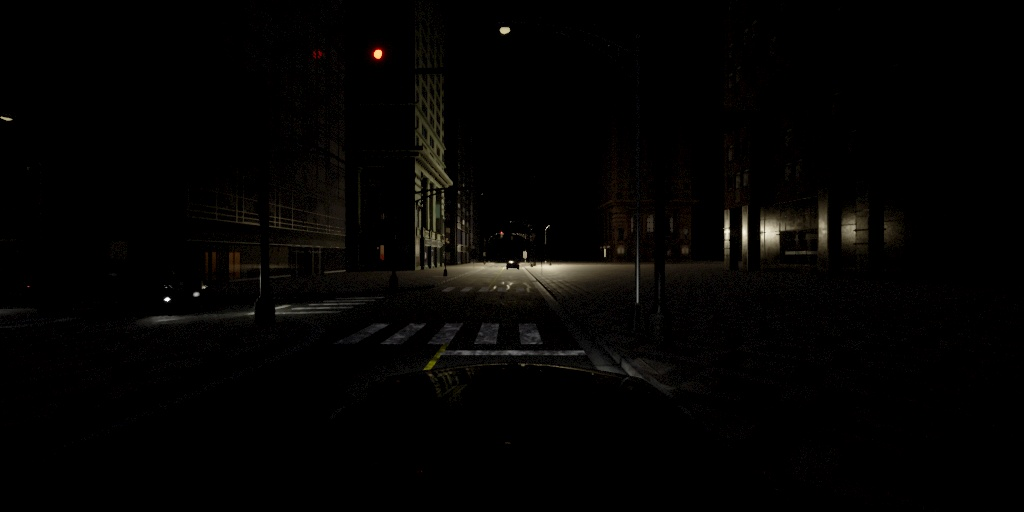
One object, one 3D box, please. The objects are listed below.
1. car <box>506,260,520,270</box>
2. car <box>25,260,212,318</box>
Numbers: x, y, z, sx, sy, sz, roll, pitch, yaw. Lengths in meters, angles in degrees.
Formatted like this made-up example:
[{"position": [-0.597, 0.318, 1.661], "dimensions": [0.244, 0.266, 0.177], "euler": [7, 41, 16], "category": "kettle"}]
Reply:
[{"position": [0.121, 1.325, 53.391], "dimensions": [1.994, 1.385, 4.181], "euler": [0, 0, 0], "category": "car"}, {"position": [-14.918, 1.176, 13.781], "dimensions": [5.566, 2.045, 2.150], "euler": [-1, 0, 0], "category": "car"}]
